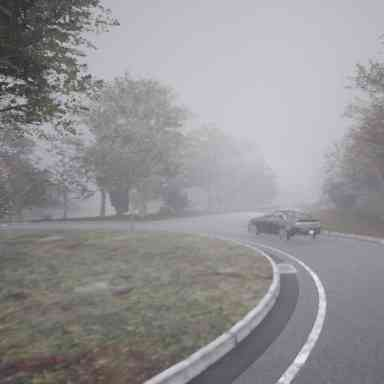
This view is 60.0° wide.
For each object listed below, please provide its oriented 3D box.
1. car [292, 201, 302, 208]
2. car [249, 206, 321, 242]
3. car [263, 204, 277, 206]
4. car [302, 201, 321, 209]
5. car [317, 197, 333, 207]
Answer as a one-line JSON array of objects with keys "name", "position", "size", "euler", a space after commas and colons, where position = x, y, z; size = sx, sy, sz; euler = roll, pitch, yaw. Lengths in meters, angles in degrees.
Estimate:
[{"name": "car", "position": [20.660, 2.446, 64.030], "size": [2.128, 1.511, 4.902], "euler": [-1, -1, 32]}, {"name": "car", "position": [4.914, 1.773, 18.325], "size": [2.128, 1.511, 4.902], "euler": [0, -1, -21]}, {"name": "car", "position": [11.455, 2.365, 49.334], "size": [1.895, 1.301, 4.718], "euler": [-1, -1, 32]}, {"name": "car", "position": [21.307, 2.298, 58.349], "size": [1.882, 1.535, 5.008], "euler": [-1, -1, 32]}, {"name": "car", "position": [27.287, 1.988, 68.091], "size": [2.150, 2.045, 5.566], "euler": [-1, -1, 32]}]
